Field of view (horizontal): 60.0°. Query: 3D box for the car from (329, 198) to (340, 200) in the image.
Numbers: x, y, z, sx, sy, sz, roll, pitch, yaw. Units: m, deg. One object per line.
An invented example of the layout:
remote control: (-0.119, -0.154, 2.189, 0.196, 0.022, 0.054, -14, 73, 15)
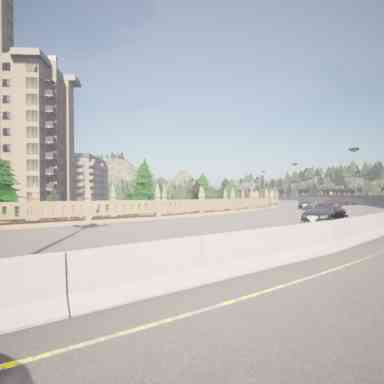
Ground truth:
car: (19.295, 1.616, 45.144, 1.882, 1.535, 5.008, 0, 0, 24)

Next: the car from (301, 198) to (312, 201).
car: (15.926, 1.641, 46.193, 2.128, 1.511, 4.902, 0, 0, 25)

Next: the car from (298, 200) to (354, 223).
car: (9.032, 1.525, 22.608, 2.128, 1.511, 4.902, 0, 0, 40)

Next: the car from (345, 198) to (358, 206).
car: (28.002, 1.761, 58.916, 1.994, 1.385, 4.181, 0, 0, 15)
